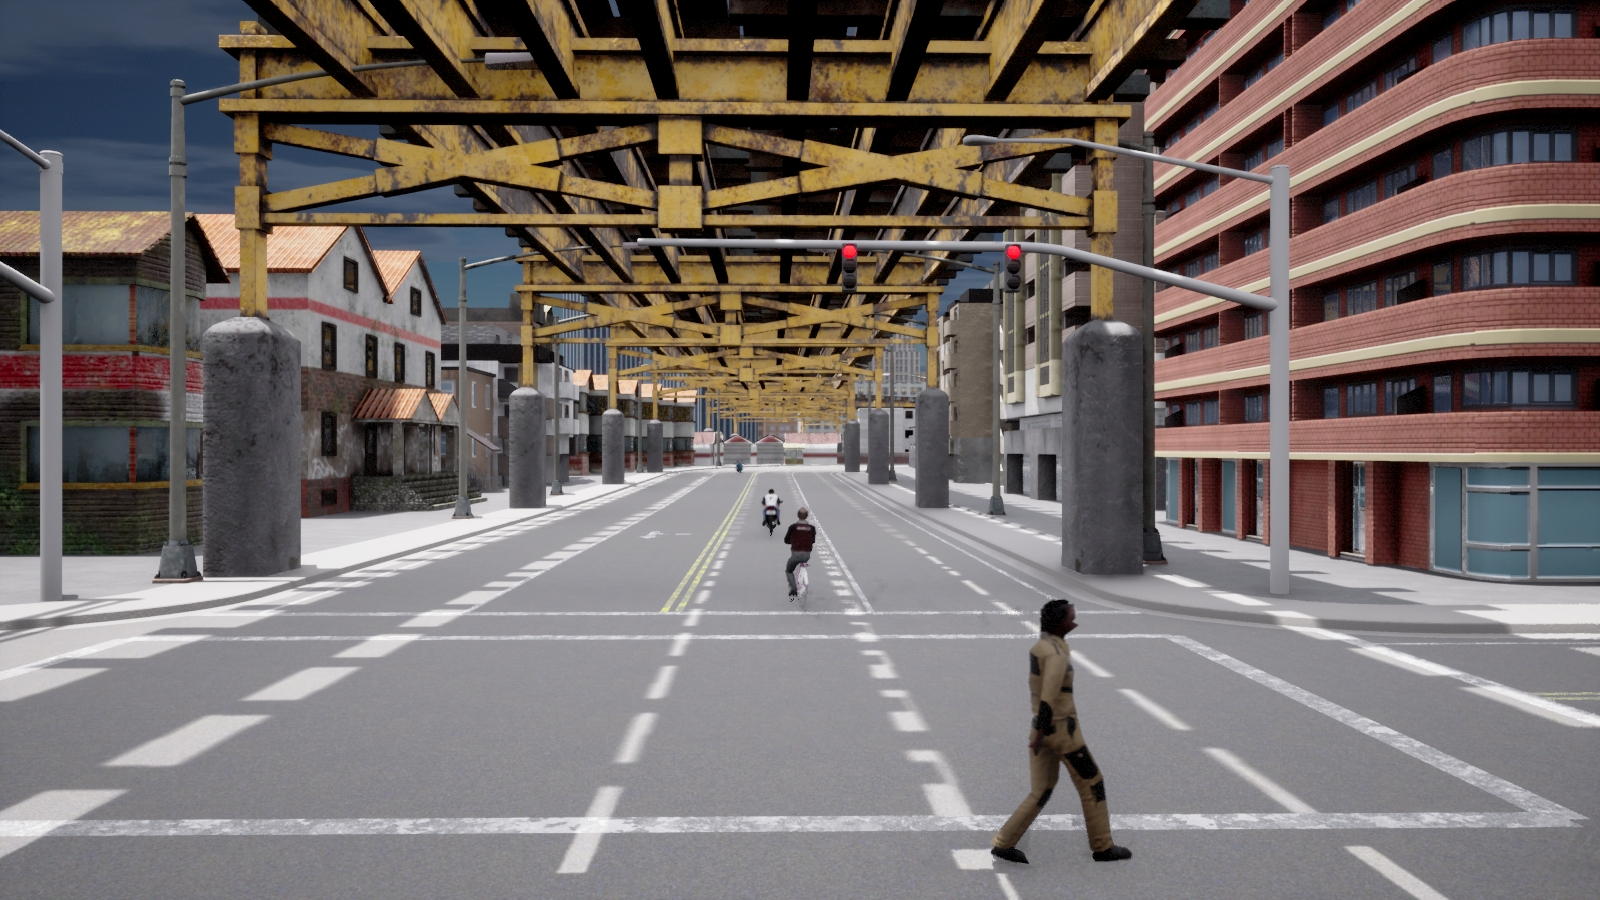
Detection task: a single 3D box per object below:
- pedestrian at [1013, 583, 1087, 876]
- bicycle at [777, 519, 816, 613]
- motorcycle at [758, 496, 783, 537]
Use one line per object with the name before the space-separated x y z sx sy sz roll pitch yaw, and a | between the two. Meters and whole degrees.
pedestrian | 1.671 1.848 7.670 0.375 1.860 0.375 0 0 -9
bicycle | -0.083 2.047 20.562 0.329 1.496 1.835 3 0 -10
motorcycle | -0.963 2.173 37.798 0.803 1.224 2.033 0 0 -1
